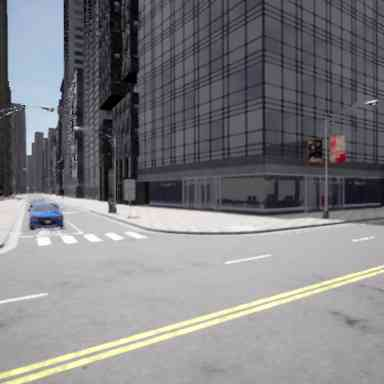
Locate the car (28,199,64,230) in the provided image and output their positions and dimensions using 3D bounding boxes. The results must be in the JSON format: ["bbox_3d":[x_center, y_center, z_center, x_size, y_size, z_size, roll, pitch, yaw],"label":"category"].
[{"bbox_3d":[-9.325,1.437,21.274,1.882,1.535,5.008,0,0,-26],"label":"car"}]
